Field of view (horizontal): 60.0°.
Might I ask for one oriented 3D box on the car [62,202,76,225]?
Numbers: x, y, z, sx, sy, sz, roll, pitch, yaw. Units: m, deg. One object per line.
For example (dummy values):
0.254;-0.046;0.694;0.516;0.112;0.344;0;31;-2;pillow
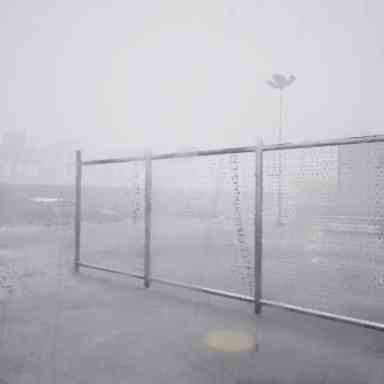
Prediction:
-8.135;1.839;27.740;5.357;1.415;2.033;0;-1;36;car
